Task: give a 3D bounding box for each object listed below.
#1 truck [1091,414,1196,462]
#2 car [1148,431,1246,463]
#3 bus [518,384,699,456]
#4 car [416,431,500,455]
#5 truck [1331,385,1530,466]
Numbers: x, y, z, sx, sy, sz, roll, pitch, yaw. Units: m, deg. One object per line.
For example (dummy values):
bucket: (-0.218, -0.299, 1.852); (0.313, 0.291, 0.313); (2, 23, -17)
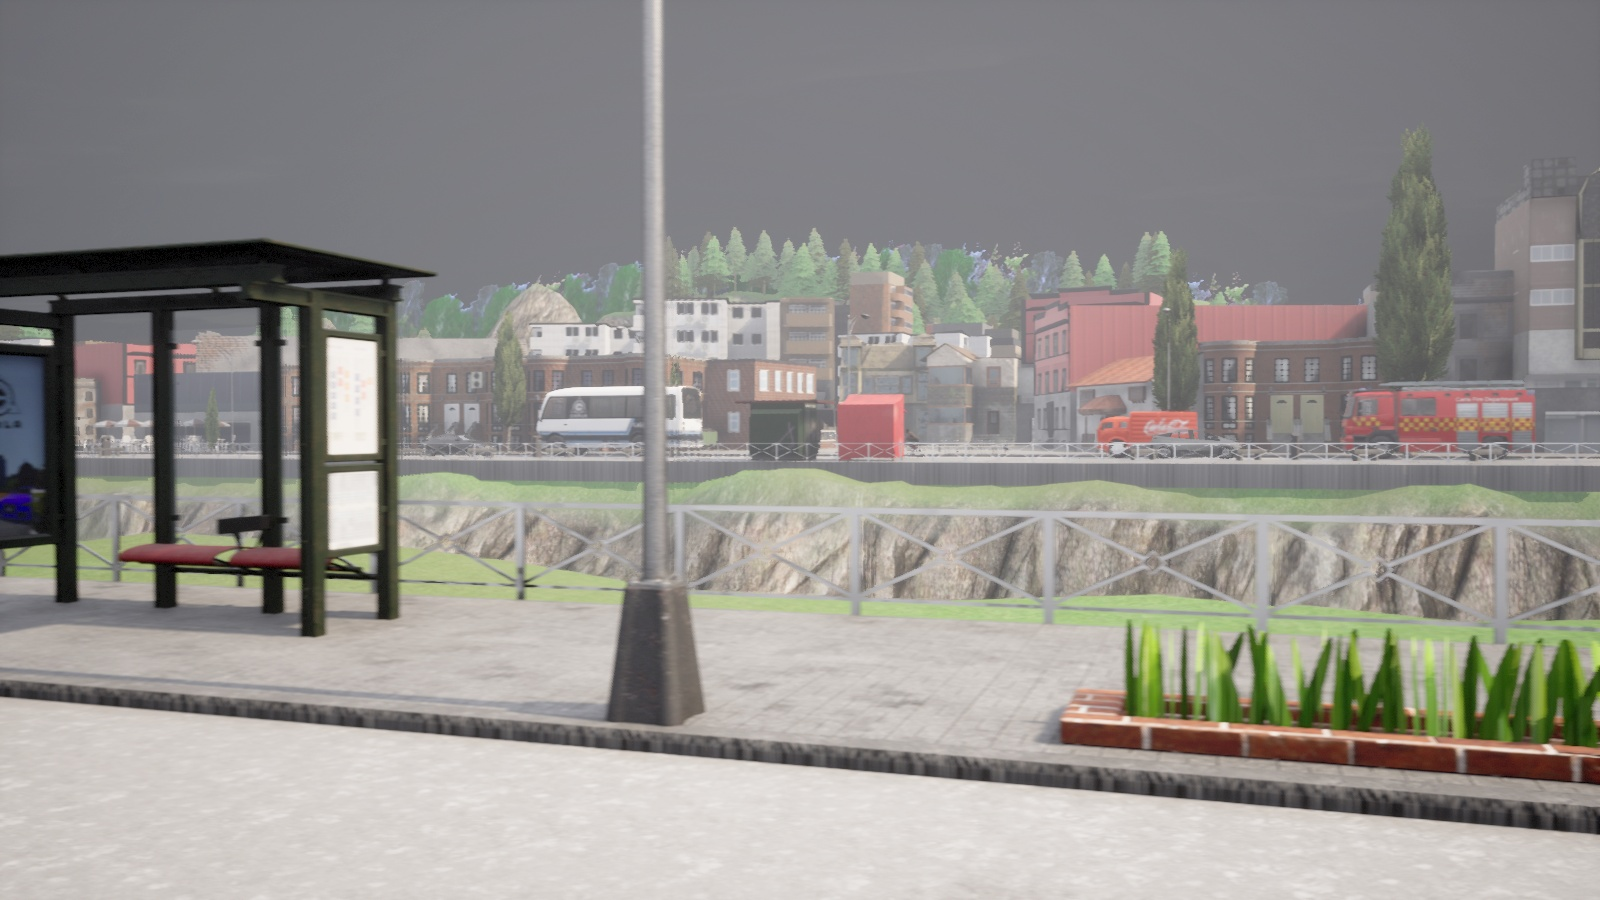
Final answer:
truck: (18.304, -0.663, 66.878); (5.204, 2.467, 2.627); (0, 1, 19)
car: (19.664, -0.149, 62.208); (4.514, 1.525, 2.007); (1, 1, 19)
bus: (-11.705, -1.826, 76.951); (10.273, 4.253, 3.944); (1, 1, 19)
car: (-20.624, -0.438, 75.750); (4.674, 1.442, 1.812); (1, 1, 19)
truck: (31.179, -1.222, 62.539); (8.468, 3.827, 2.891); (1, 1, 19)
